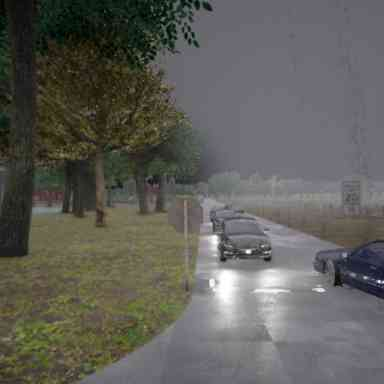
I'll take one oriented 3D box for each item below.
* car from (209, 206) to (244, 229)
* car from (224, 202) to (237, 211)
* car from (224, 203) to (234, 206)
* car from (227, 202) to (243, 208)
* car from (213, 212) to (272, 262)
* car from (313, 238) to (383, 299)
[{"bbox_3d":[2.361,1.980,23.509,1.837,1.490,4.892,-1,-1,2],"label":"car"},{"bbox_3d":[6.566,2.470,56.906,1.837,1.490,4.892,-1,-1,2],"label":"car"},{"bbox_3d":[2.760,2.198,33.860,2.033,1.411,5.357,-1,-1,2],"label":"car"},{"bbox_3d":[6.200,2.371,47.065,1.994,1.385,4.181,-1,-1,2],"label":"car"},{"bbox_3d":[1.988,1.808,13.621,1.837,1.490,4.892,-1,-1,2],"label":"car"},{"bbox_3d":[4.725,1.673,7.058,2.033,1.411,5.357,-1,-1,-10],"label":"car"}]
